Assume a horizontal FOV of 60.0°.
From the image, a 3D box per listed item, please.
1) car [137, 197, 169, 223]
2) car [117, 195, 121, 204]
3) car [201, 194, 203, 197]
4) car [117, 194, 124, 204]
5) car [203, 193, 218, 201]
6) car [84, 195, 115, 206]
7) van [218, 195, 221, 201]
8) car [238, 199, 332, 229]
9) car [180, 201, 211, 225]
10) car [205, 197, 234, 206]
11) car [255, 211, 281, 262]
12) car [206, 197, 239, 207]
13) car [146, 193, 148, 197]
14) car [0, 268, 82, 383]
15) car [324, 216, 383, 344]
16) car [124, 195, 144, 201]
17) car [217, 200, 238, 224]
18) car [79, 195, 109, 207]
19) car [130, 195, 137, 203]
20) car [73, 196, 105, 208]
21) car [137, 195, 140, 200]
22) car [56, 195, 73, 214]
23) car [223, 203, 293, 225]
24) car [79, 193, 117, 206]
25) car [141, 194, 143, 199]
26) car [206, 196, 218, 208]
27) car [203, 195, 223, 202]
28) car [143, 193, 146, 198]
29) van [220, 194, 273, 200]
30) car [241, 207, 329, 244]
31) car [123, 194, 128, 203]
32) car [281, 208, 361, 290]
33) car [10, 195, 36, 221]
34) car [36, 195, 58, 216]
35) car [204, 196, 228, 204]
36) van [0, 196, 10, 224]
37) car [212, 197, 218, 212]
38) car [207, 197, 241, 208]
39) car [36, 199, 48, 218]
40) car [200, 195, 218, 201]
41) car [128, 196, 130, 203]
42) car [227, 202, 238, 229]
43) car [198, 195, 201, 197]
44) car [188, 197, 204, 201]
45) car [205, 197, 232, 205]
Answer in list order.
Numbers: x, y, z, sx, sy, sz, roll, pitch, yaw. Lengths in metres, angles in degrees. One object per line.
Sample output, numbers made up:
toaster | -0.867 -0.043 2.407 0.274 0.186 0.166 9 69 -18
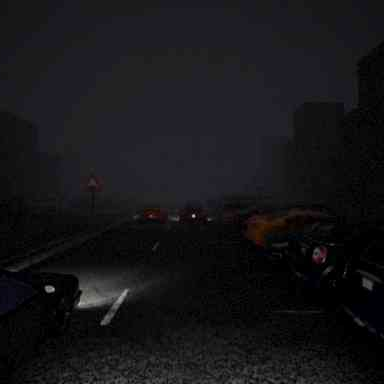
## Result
car | -2.894 1.491 26.107 1.882 1.535 5.008 0 1 0
car | -15.528 1.639 58.500 4.674 1.452 2.002 0 0 0
car | 4.930 1.582 63.207 5.366 1.575 1.946 0 0 0
car | -15.530 1.638 61.389 4.674 1.452 2.002 0 0 0
car | 4.689 1.315 46.540 5.566 2.045 2.435 0 0 0
car | -15.498 1.474 55.873 4.553 1.767 2.185 0 0 0
van | 4.832 1.310 29.862 4.442 1.987 1.878 0 0 0
car | 4.744 1.377 15.966 4.553 1.767 2.185 0 0 0
car | 0.105 1.609 24.785 1.994 1.385 4.181 0 0 0
car | 4.732 1.580 57.774 5.008 1.535 2.097 0 0 0
car | 4.717 1.492 10.407 4.892 1.521 2.231 0 0 0
car | 4.724 1.573 52.099 5.008 1.535 2.097 0 0 0
car | -15.507 1.685 91.720 4.792 1.488 2.163 0 0 0
car | -2.900 1.550 3.570 2.033 1.411 5.357 0 0 0
car | 4.679 1.358 4.849 4.553 1.767 2.185 0 0 0
car | -15.510 1.674 88.965 4.792 1.488 2.163 0 0 0
car | 4.528 1.514 21.524 5.366 1.575 1.946 0 0 0
car | -15.528 1.640 50.357 4.674 1.452 2.002 0 0 0
car | -15.511 1.350 72.418 5.566 2.045 2.435 0 0 0
car | -15.495 1.629 47.599 4.792 1.488 2.163 0 0 0
car | -15.728 1.608 77.930 5.366 1.575 1.946 0 0 0
car | -15.544 1.330 33.811 5.566 2.045 2.435 0 0 0
car | 4.716 1.564 24.303 4.674 1.452 2.002 0 0 0
car | -15.499 1.349 53.115 5.566 2.045 2.435 0 0 0
car | -15.732 1.622 83.444 5.366 1.575 1.946 0 0 0
car | 4.688 1.591 43.759 4.792 1.488 2.163 0 0 0
car | 4.822 1.485 77.138 4.553 1.767 2.185 0 0 0
car | -15.358 1.632 86.207 5.366 1.575 1.946 0 0 0
van | 4.831 1.304 27.083 4.442 1.987 1.878 0 0 0
car | 4.708 1.497 13.184 5.008 1.535 2.097 0 0 0
car | -15.529 1.597 64.146 5.008 1.535 2.097 0 0 0
car | 4.680 1.361 7.630 4.553 1.767 2.185 0 0 0
car | -15.539 1.309 25.536 5.566 2.045 2.435 0 0 0
car | -15.545 1.449 31.176 4.553 1.767 2.185 0 0 0
car | 4.724 1.618 65.987 4.792 1.488 2.163 0 0 0
van | -15.393 1.326 22.779 4.442 1.987 1.878 0 0 0
car | 4.709 1.543 32.642 4.892 1.521 2.231 0 0 0
car | 4.712 1.571 49.319 4.892 1.521 2.231 0 0 0
car | -15.507 1.568 28.418 5.008 1.535 2.097 0 0 0
car | 4.850 1.673 93.777 4.892 1.521 2.231 0 0 0
car | -15.539 1.637 66.903 4.674 1.452 2.002 0 0 0
car | 4.708 1.510 18.744 5.008 1.535 2.097 0 0 0
car | 4.809 1.352 74.326 5.566 2.045 2.435 0 0 0
car | 0.109 1.642 41.756 1.994 1.385 4.181 0 0 0
car | 4.764 1.612 60.429 4.792 1.488 2.163 0 0 0
